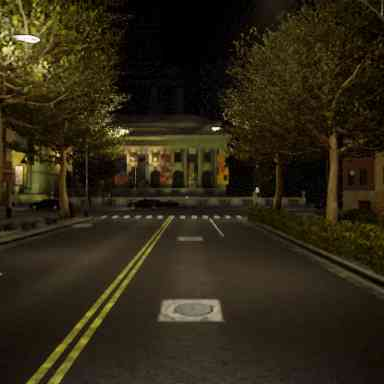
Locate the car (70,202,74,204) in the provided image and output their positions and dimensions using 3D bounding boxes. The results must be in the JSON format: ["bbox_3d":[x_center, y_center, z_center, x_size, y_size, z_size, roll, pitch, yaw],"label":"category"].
[{"bbox_3d":[-20.283,1.811,49.938,4.718,1.301,1.895,0,0,-1],"label":"car"}]

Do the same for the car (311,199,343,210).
[{"bbox_3d":[19.216,1.686,46.355,4.902,1.511,2.128,0,0,1],"label":"car"}]

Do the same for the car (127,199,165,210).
[{"bbox_3d":[-6.610,1.697,46.446,4.892,1.490,1.837,-1,0,0],"label":"car"}]

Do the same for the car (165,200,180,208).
[{"bbox_3d":[-4.241,1.811,49.941,4.718,1.301,1.895,0,0,0],"label":"car"}]

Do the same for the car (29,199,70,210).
[{"bbox_3d":[-20.129,1.700,46.438,4.892,1.490,1.837,0,0,0],"label":"car"}]
